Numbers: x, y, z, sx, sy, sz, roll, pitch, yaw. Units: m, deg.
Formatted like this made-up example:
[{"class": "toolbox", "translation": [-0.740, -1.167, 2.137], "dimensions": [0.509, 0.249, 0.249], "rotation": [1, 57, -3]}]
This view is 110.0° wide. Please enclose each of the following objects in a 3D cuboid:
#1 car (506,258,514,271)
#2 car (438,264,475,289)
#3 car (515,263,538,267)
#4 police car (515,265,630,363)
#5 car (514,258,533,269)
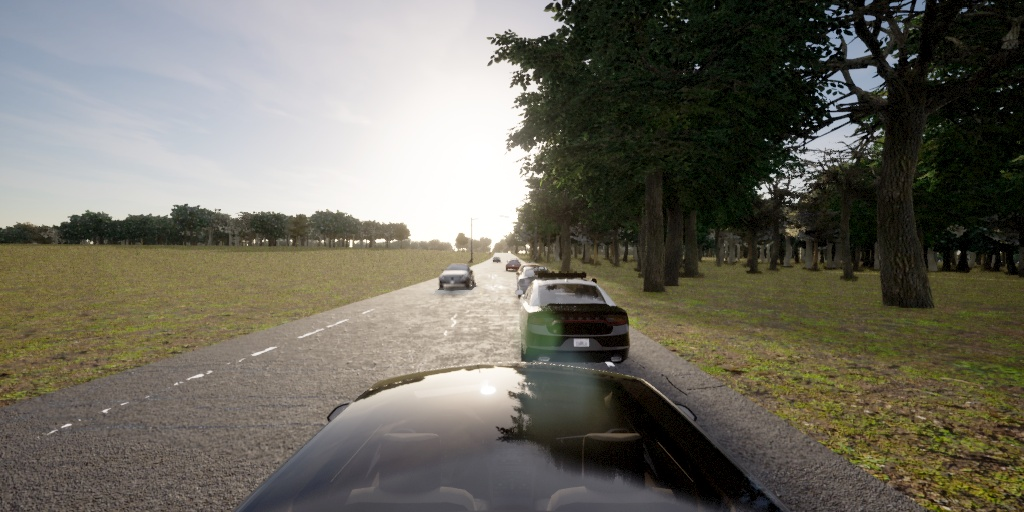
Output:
[{"class": "car", "translation": [0.210, 1.150, 46.562], "dimensions": [1.994, 1.385, 4.181], "rotation": [0, 0, 2]}, {"class": "car", "translation": [-3.443, 1.230, 23.058], "dimensions": [1.812, 1.442, 4.674], "rotation": [0, 0, 0]}, {"class": "car", "translation": [1.188, 1.247, 18.167], "dimensions": [1.812, 1.442, 4.674], "rotation": [0, 0, 0]}, {"class": "police car", "translation": [1.121, 1.168, 8.271], "dimensions": [1.930, 1.638, 5.238], "rotation": [0, 0, 0]}, {"class": "car", "translation": [1.216, 1.155, 24.360], "dimensions": [1.801, 1.575, 5.366], "rotation": [0, 0, 0]}]
